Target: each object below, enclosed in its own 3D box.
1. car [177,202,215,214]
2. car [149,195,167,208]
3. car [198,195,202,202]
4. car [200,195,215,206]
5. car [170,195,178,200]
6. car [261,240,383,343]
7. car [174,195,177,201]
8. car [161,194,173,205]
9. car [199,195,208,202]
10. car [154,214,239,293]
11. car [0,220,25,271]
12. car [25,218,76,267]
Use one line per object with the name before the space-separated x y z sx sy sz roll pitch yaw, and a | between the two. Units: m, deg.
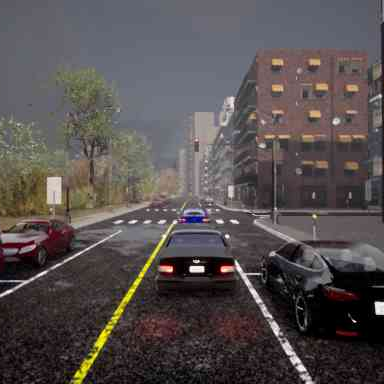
car | 0.121 1.530 18.574 1.812 1.442 4.674 0 0 0
car | -5.272 1.566 49.472 1.887 1.381 4.507 1 0 0
car | 2.620 1.619 67.319 1.802 1.307 4.206 1 0 0
car | 2.608 1.572 50.270 2.008 1.369 4.403 1 0 0
car | -5.241 1.623 94.881 2.008 1.369 4.403 1 0 0
car | 2.578 1.567 6.453 1.947 1.339 4.313 1 0 0
car | -5.249 1.606 83.528 2.008 1.369 4.403 1 0 0
car | -5.262 1.345 60.824 2.192 1.841 5.009 1 0 0
car | 2.629 1.490 78.686 1.967 1.590 4.097 1 0 0
car | 0.106 1.549 8.984 2.033 1.411 5.357 0 0 0
car | -5.301 1.316 5.702 2.192 1.841 5.009 1 0 0
car | -5.299 1.584 11.357 1.802 1.307 4.206 1 0 0
